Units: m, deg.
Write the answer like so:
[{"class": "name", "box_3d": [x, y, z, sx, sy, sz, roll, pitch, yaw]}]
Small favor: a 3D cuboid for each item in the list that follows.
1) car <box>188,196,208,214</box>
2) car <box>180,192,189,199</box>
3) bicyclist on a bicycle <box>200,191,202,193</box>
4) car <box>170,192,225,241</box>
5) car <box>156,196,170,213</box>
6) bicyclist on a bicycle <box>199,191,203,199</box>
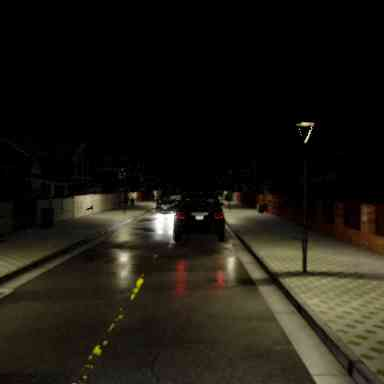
[{"class": "car", "box_3d": [0.602, 1.175, 32.442, 1.837, 1.490, 4.892, 0, 1, 1]}, {"class": "car", "box_3d": [-1.614, 0.759, 73.117, 1.994, 1.385, 4.181, 0, 1, 1]}, {"class": "bicyclist on a bicycle", "box_3d": [1.729, 0.772, 62.867, 0.866, 1.612, 1.509, 0, 1, 1]}, {"class": "car", "box_3d": [0.344, 1.064, 15.771, 2.150, 2.045, 5.566, 0, 1, 1]}, {"class": "car", "box_3d": [-2.349, 1.166, 32.004, 2.128, 1.511, 4.902, 0, 1, 1]}, {"class": "bicyclist on a bicycle", "box_3d": [1.869, 0.670, 71.866, 0.866, 1.612, 1.509, 0, 1, 1]}]
